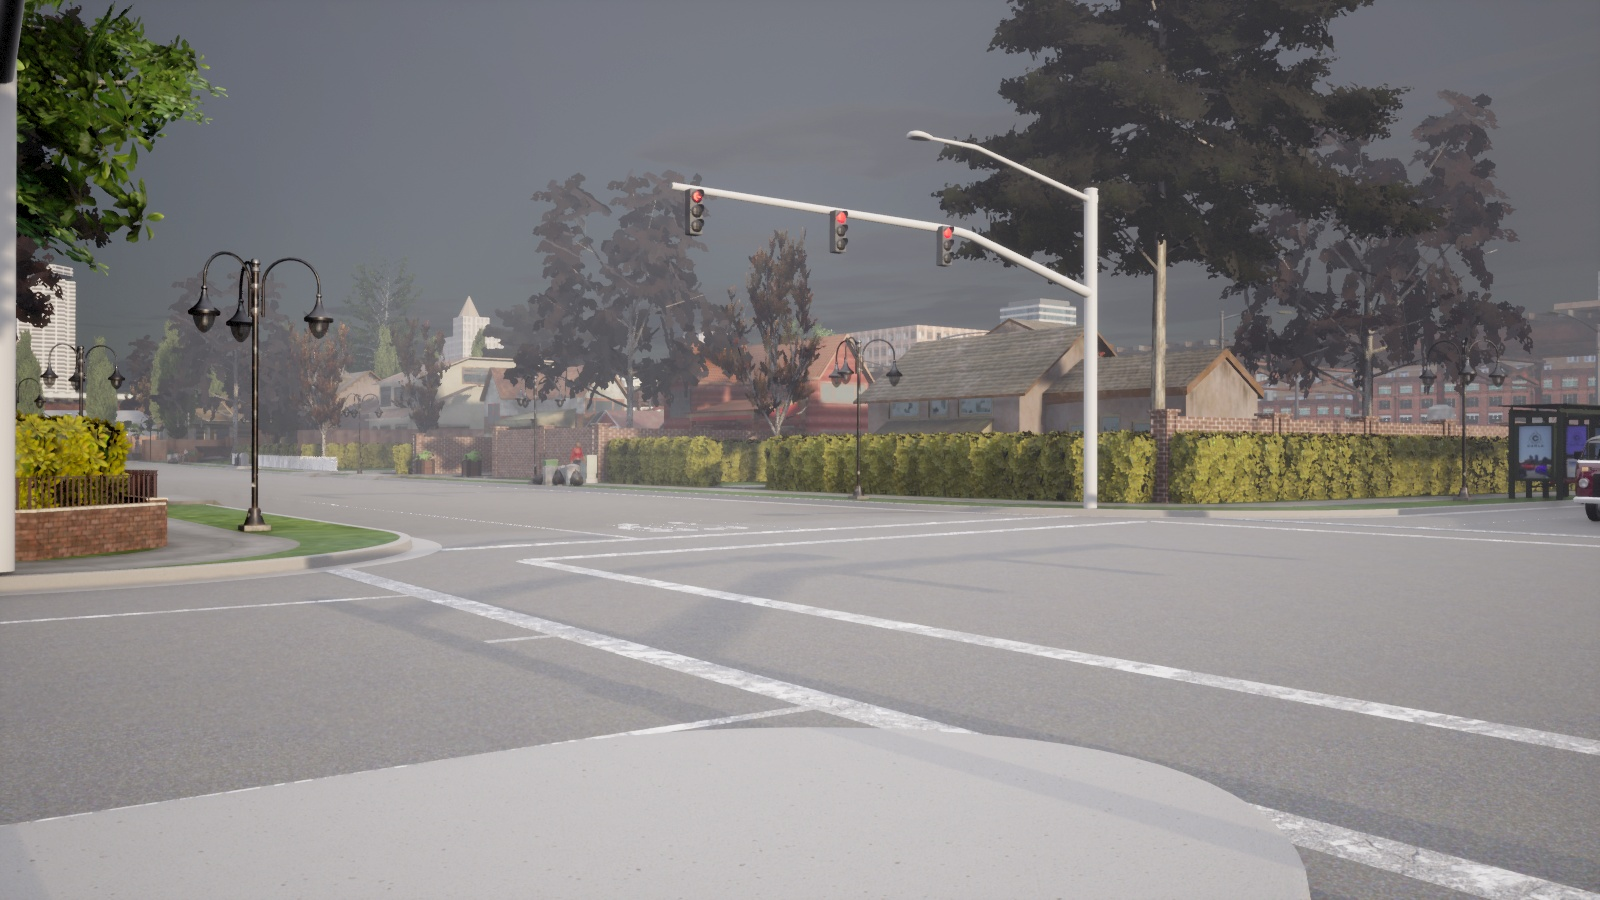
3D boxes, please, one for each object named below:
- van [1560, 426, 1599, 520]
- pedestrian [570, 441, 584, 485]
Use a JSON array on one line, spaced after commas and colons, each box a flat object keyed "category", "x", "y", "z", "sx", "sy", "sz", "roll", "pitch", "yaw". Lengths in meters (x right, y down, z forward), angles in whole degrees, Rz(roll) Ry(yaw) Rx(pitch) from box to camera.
[{"category": "van", "x": 19.198, "y": 0.497, "z": 28.227, "sx": 4.480, "sy": 2.038, "sz": 2.069, "roll": 0, "pitch": 0, "yaw": -37}, {"category": "pedestrian", "x": -9.526, "y": 0.561, "z": 53.650, "sx": 0.331, "sy": 1.846, "sz": 0.636, "roll": 0, "pitch": 0, "yaw": -36}]
